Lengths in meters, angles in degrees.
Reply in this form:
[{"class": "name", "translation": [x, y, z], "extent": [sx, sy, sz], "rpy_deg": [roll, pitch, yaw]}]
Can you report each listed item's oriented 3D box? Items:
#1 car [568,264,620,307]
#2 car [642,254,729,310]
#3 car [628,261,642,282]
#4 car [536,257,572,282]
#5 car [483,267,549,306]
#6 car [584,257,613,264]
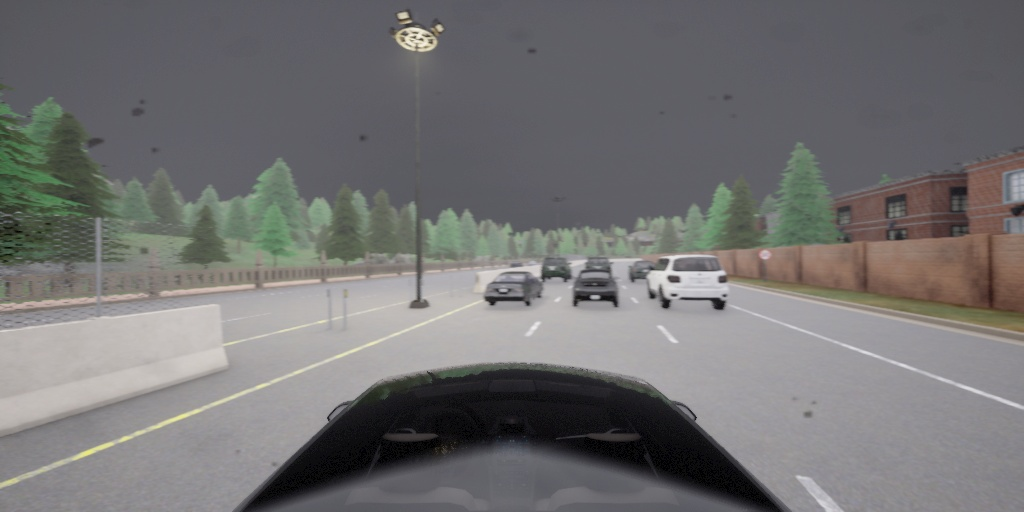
[{"class": "car", "translation": [3.716, 1.313, 15.989], "extent": [1.837, 1.490, 4.892], "rpy_deg": [-1, 0, 13]}, {"class": "car", "translation": [7.049, 0.971, 14.914], "extent": [2.150, 2.045, 5.566], "rpy_deg": [-1, 0, 13]}, {"class": "car", "translation": [10.648, 1.162, 29.192], "extent": [2.097, 1.767, 4.553], "rpy_deg": [-1, -1, 15]}, {"class": "car", "translation": [3.856, 1.130, 30.902], "extent": [2.150, 2.045, 5.566], "rpy_deg": [-1, 0, 15]}, {"class": "car", "translation": [0.229, 1.402, 16.468], "extent": [2.033, 1.411, 5.357], "rpy_deg": [-1, 0, 13]}, {"class": "car", "translation": [7.243, 1.079, 30.019], "extent": [2.150, 2.045, 5.566], "rpy_deg": [-1, 0, 15]}]
